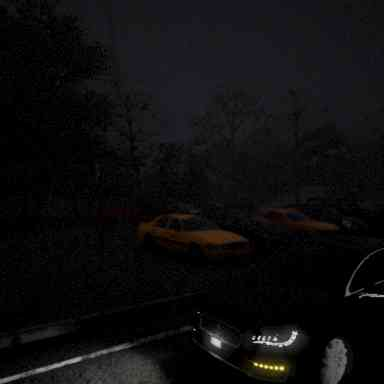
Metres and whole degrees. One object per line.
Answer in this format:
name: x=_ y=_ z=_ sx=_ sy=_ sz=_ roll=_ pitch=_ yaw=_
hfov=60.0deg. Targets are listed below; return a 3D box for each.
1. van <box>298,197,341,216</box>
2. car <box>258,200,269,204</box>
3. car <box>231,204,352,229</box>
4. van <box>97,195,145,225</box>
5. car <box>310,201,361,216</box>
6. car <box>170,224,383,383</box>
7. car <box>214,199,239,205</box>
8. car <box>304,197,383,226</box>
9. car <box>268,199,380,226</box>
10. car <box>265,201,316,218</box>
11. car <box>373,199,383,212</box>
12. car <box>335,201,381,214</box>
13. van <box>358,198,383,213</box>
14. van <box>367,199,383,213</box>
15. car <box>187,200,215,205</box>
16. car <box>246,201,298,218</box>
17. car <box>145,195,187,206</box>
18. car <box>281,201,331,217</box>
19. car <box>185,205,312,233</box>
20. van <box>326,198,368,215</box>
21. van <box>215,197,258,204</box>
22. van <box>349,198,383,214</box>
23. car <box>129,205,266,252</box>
van: x=14.876 y=1.653 z=39.022 sx=1.878 sy=1.987 sz=4.442 roll=1 pitch=-1 yaw=-35
car: x=5.930 y=1.573 z=32.480 sx=2.185 sy=1.767 sz=4.553 roll=1 pitch=-1 yaw=-35
car: x=4.277 y=1.526 z=15.304 sx=2.097 sy=1.535 sz=5.008 roll=1 pitch=-1 yaw=-35
van: x=-5.539 y=1.270 z=24.510 sx=1.878 sy=1.987 sz=4.442 roll=1 pitch=0 yaw=-35
car: x=17.307 y=1.921 z=40.380 sx=1.946 sy=1.575 sz=5.366 roll=1 pitch=-1 yaw=-35
car: x=2.260 y=1.514 z=5.291 sx=4.892 sy=1.490 sz=1.837 roll=0 pitch=0 yaw=-35
car: x=1.399 y=1.609 z=29.290 sx=2.231 sy=1.521 sz=4.892 roll=1 pitch=-1 yaw=-35
car: x=8.822 y=1.355 z=18.492 sx=2.435 sy=2.045 sz=5.566 roll=1 pitch=-1 yaw=-35
car: x=6.527 y=1.438 z=16.934 sx=2.185 sy=1.767 sz=4.553 roll=1 pitch=-1 yaw=-35
car: x=10.429 y=1.789 z=35.711 sx=2.097 sy=1.535 sz=5.008 roll=1 pitch=-1 yaw=-35
car: x=30.646 y=2.091 z=50.054 sx=2.435 sy=2.045 sz=5.566 roll=2 pitch=-1 yaw=-35
car: x=21.710 y=2.014 z=43.743 sx=2.097 sy=1.535 sz=5.008 roll=1 pitch=-1 yaw=-35
van: x=26.149 y=1.941 z=47.036 sx=1.878 sy=1.987 sz=4.442 roll=2 pitch=-1 yaw=-35
van: x=28.304 y=2.026 z=48.568 sx=1.878 sy=1.987 sz=4.442 roll=2 pitch=-1 yaw=-35
car: x=-0.753 y=1.562 z=27.541 sx=1.946 sy=1.575 sz=5.366 roll=1 pitch=-1 yaw=-35
car: x=8.069 y=1.741 z=34.033 sx=2.097 sy=1.535 sz=5.008 roll=1 pitch=-1 yaw=-35
car: x=-3.130 y=1.274 z=26.113 sx=2.435 sy=2.045 sz=5.566 roll=1 pitch=0 yaw=-35
car: x=12.687 y=1.835 z=37.315 sx=2.231 sy=1.521 sz=4.892 roll=1 pitch=-1 yaw=-35
car: x=2.018 y=1.497 z=13.697 sx=2.231 sy=1.521 sz=4.892 roll=1 pitch=0 yaw=-35
van: x=19.526 y=1.744 z=42.041 sx=1.878 sy=1.987 sz=4.442 roll=1 pitch=-1 yaw=-35
van: x=3.588 y=1.428 z=30.998 sx=1.878 sy=1.987 sz=4.442 roll=1 pitch=-1 yaw=-35
van: x=23.919 y=1.847 z=45.165 sx=1.878 sy=1.987 sz=4.442 roll=2 pitch=-1 yaw=-35
car: x=-0.127 y=1.472 z=11.937 sx=1.946 sy=1.575 sz=5.366 roll=1 pitch=0 yaw=-35
